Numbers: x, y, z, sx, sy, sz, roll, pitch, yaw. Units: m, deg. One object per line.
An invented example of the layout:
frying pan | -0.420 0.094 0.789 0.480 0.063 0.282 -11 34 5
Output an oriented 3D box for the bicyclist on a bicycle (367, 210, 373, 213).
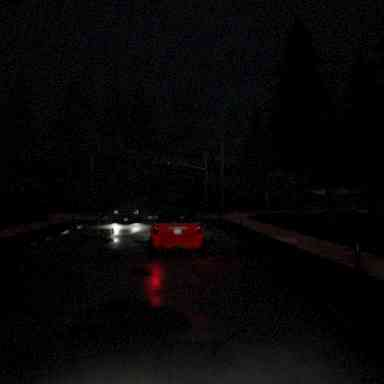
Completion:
bicyclist on a bicycle | 19.341 1.497 35.608 0.582 1.620 1.656 7 0 -4

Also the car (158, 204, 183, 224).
car | -1.940 1.821 29.119 2.033 1.411 5.357 0 -1 -5

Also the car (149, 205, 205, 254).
car | -0.698 1.485 14.265 2.097 1.767 4.553 0 -1 -5

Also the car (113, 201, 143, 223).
car | -5.403 1.621 28.516 2.097 1.767 4.553 0 0 -5
